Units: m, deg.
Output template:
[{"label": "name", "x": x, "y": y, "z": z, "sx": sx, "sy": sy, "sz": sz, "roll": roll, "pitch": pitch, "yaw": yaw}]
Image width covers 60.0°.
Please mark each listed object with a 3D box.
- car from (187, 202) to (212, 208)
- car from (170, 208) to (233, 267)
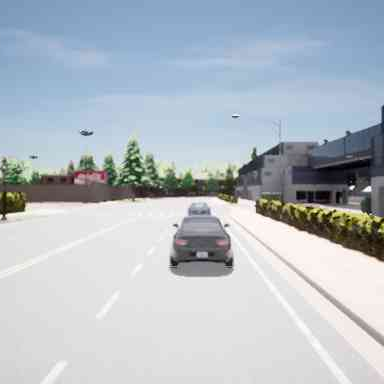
[{"label": "car", "x": 0.545, "y": 1.483, "z": 25.319, "sx": 2.033, "sy": 1.411, "sz": 5.357, "roll": 0, "pitch": 0, "yaw": 1}, {"label": "car", "x": 0.309, "y": 1.498, "z": 11.163, "sx": 1.812, "sy": 1.442, "sz": 4.674, "roll": 0, "pitch": 0, "yaw": 1}]
